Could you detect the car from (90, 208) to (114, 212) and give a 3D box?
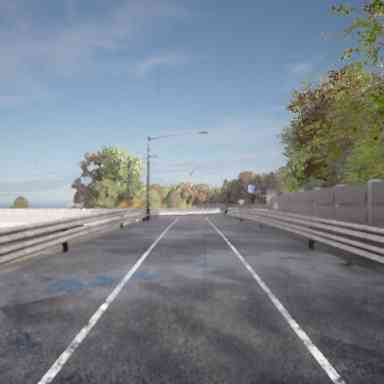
[{"bbox_3d":[-11.694,2.926,46.743,2.033,1.411,5.357,-3,-4,44],"label":"car"}]

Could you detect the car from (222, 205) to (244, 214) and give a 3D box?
[{"bbox_3d":[9.349,3.958,75.798,2.150,2.045,5.566,-1,-3,27],"label":"car"}]
